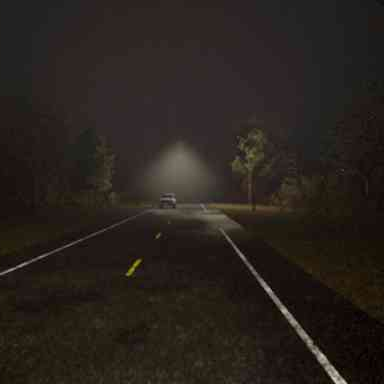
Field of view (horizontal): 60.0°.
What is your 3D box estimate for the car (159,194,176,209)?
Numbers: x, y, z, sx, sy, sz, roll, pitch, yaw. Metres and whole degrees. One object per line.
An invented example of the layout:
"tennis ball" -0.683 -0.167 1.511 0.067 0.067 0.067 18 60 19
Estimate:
"car" -3.460 1.273 47.586 2.150 2.045 5.566 0 0 0
